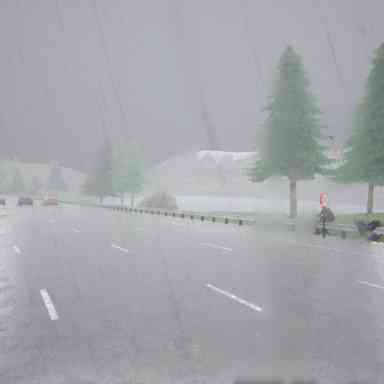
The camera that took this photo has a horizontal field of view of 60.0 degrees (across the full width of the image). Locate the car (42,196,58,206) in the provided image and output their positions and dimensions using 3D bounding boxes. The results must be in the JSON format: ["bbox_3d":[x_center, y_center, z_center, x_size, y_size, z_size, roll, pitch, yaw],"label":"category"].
[{"bbox_3d":[-23.648,1.477,55.351,1.882,1.535,5.008,0,0,-33],"label":"car"}]

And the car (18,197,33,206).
[{"bbox_3d":[-27.550,1.491,54.945,2.128,1.511,4.902,0,0,-33],"label":"car"}]

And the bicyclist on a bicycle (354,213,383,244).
[{"bbox_3d":[7.837,1.726,14.500,1.620,1.656,0.582,0,-1,-5],"label":"bicyclist on a bicycle"}]

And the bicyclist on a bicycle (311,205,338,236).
[{"bbox_3d":[6.768,1.422,16.890,1.656,1.620,0.582,4,-1,-19],"label":"bicyclist on a bicycle"}]

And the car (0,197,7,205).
[{"bbox_3d":[-32.459,1.525,56.098,1.812,1.442,4.674,0,0,-32],"label":"car"}]
